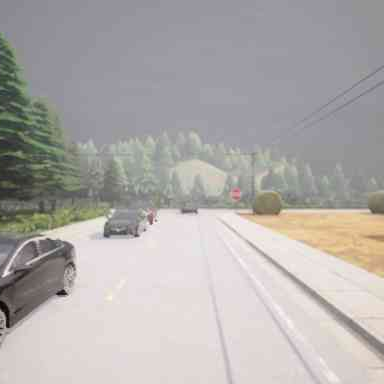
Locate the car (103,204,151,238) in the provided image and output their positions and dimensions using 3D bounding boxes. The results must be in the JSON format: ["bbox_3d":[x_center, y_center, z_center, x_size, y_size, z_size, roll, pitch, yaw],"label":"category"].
[{"bbox_3d":[-3.715,1.693,19.129,1.837,1.490,4.892,0,0,0],"label":"car"}]

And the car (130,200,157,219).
[{"bbox_3d":[-3.659,1.310,23.981,2.097,1.767,4.553,0,-1,0],"label":"car"}]

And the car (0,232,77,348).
[{"bbox_3d":[-3.634,1.555,6.062,2.128,1.511,4.902,0,-1,0],"label":"car"}]

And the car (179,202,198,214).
[{"bbox_3d":[-0.451,1.968,41.810,1.994,1.385,4.181,0,0,-6],"label":"car"}]
